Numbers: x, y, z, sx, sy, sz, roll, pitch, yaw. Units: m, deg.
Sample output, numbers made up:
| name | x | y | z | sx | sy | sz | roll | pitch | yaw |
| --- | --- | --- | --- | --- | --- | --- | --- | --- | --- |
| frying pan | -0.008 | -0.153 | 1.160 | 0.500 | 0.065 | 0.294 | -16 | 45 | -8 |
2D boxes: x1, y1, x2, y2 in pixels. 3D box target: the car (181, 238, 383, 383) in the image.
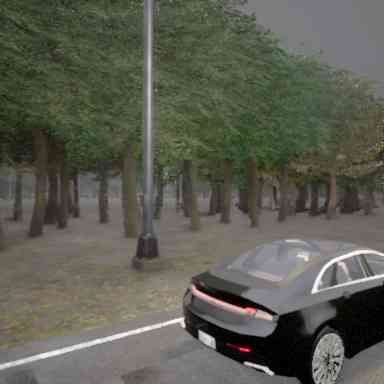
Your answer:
| name | x | y | z | sx | sy | sz | roll | pitch | yaw |
| --- | --- | --- | --- | --- | --- | --- | --- | --- | --- |
| car | 2.148 | 1.506 | 5.280 | 4.902 | 1.511 | 2.128 | 0 | 0 | -35 |
